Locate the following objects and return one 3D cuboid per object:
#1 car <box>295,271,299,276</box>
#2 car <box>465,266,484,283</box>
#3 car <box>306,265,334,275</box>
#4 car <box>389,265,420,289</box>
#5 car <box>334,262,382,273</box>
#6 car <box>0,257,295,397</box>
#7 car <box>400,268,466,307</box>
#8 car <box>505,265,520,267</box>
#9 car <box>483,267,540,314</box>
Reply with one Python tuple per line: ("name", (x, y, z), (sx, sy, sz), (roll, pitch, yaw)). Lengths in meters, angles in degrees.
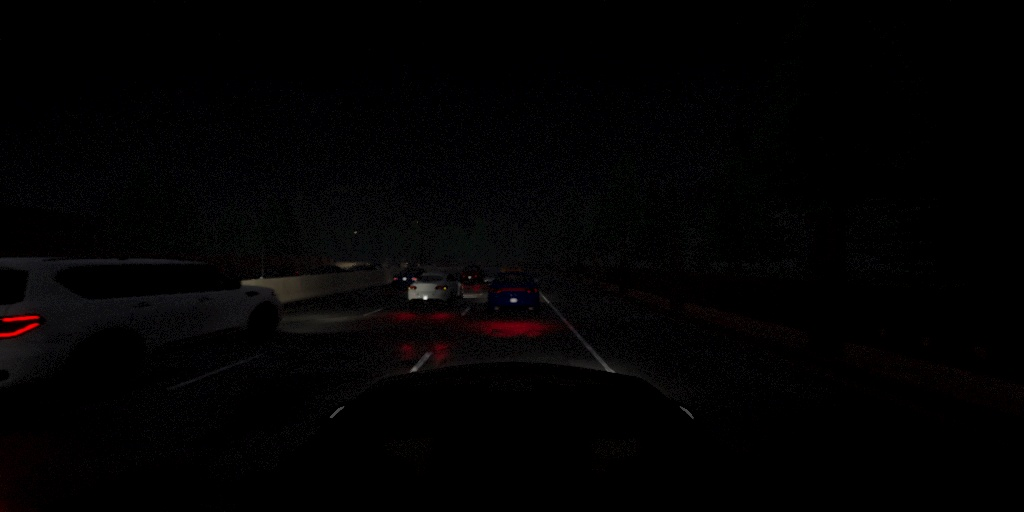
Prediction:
("car", (-21.212, 1.680, 32.379), (1.994, 1.385, 4.181), (0, -1, 0))
("car", (-3.503, 1.613, 31.927), (1.812, 1.442, 4.674), (0, -1, 0))
("car", (-17.720, 1.635, 34.161), (1.837, 1.490, 4.892), (0, -1, -1))
("car", (-6.985, 1.573, 25.840), (2.033, 1.411, 5.357), (0, -1, 0))
("car", (-14.215, 1.595, 33.414), (1.882, 1.535, 5.008), (0, -1, -1))
("car", (-6.950, 1.040, 6.810), (2.150, 2.045, 5.566), (0, 0, 0))
("car", (-3.456, 1.444, 16.563), (1.812, 1.442, 4.674), (0, -1, 0))
("car", (0.006, 1.566, 32.482), (1.882, 1.535, 5.008), (0, -1, 0))
("car", (0.056, 1.369, 14.579), (1.882, 1.535, 5.008), (0, -1, 0))
